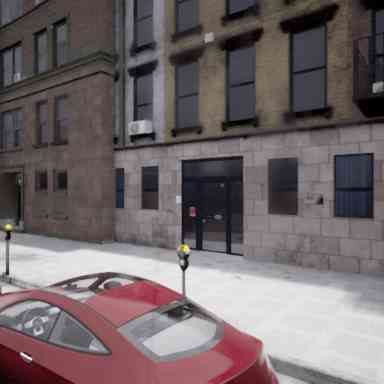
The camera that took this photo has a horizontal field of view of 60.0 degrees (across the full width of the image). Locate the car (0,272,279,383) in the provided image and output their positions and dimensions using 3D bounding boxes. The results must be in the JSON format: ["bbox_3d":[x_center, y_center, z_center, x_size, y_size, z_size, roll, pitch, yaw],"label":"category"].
[{"bbox_3d":[-1.179,1.581,3.658,4.206,1.307,1.802,0,0,36],"label":"car"}]
